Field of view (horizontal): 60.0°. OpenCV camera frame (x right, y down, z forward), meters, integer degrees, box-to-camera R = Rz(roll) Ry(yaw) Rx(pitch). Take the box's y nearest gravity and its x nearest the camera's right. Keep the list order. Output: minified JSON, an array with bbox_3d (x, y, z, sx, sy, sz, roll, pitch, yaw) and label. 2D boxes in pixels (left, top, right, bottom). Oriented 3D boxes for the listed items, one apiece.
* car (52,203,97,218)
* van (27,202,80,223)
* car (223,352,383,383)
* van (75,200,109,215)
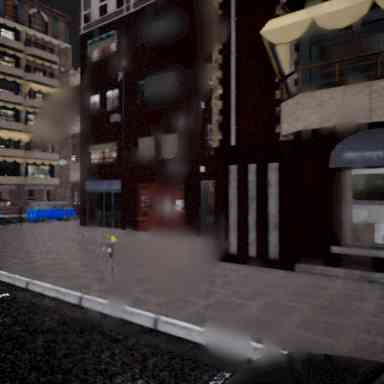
[{"bbox_3d":[-13.291,2.068,37.895,1.812,1.442,4.674,0,-1,35],"label":"car"},{"bbox_3d":[-12.276,1.755,29.119,1.690,1.788,3.998,-1,-2,35],"label":"van"},{"bbox_3d":[1.990,1.549,1.454,4.403,1.369,2.008,0,0,35],"label":"car"},{"bbox_3d":[-12.839,1.971,43.040,1.690,1.788,3.998,-1,-2,35],"label":"van"}]
